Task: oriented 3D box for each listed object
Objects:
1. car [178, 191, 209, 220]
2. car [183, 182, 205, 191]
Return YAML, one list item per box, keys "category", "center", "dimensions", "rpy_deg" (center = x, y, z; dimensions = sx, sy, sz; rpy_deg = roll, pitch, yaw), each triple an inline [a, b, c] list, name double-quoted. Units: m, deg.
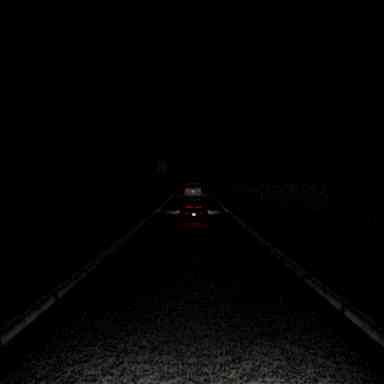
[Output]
- category: "car"
  center: [0.110, 1.006, 22.716]
  dimensions: [1.837, 1.490, 4.892]
  rpy_deg: [0, 3, 0]
- category: "car"
  center: [0.117, -0.188, 41.154]
  dimensions: [2.150, 2.045, 5.566]
  rpy_deg: [0, 4, 0]
